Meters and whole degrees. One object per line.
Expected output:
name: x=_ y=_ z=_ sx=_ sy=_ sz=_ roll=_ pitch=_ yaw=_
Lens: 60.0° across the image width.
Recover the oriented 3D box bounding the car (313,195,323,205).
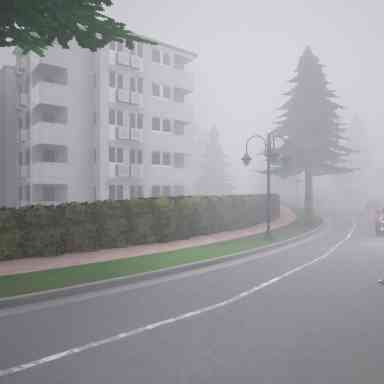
car: x=21.602 y=1.352 z=58.826 sx=2.097 sy=1.767 sz=4.553 roll=0 pitch=0 yaw=9

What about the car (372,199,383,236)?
car: x=11.004 y=1.352 z=17.771 sx=2.097 sy=1.767 sz=4.553 roll=0 pitch=0 yaw=28

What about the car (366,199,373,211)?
car: x=21.639 y=1.491 z=38.471 sx=2.128 sy=1.511 sz=4.902 roll=0 pitch=0 yaw=13
